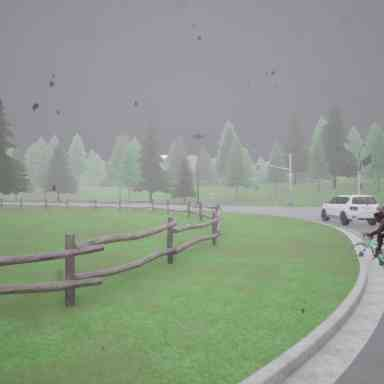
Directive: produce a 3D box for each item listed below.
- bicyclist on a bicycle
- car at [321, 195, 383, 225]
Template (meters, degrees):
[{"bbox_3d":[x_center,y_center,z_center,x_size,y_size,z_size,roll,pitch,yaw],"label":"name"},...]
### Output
[{"bbox_3d":[5.300,1.415,9.279,1.656,1.620,0.582,8,3,44],"label":"bicyclist on a bicycle"},{"bbox_3d":[11.236,1.221,23.940,2.150,2.045,5.566,0,0,0],"label":"car"}]
